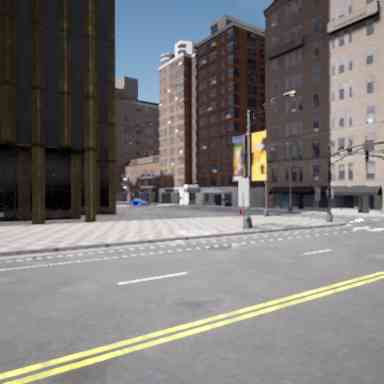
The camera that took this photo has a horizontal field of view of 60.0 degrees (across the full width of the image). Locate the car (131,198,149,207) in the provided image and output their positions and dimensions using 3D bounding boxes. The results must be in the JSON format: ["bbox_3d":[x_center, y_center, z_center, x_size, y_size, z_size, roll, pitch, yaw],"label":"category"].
[{"bbox_3d":[-9.904,1.977,63.482,1.882,1.535,5.008,0,0,-35],"label":"car"}]
